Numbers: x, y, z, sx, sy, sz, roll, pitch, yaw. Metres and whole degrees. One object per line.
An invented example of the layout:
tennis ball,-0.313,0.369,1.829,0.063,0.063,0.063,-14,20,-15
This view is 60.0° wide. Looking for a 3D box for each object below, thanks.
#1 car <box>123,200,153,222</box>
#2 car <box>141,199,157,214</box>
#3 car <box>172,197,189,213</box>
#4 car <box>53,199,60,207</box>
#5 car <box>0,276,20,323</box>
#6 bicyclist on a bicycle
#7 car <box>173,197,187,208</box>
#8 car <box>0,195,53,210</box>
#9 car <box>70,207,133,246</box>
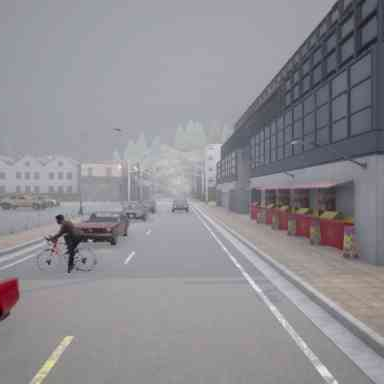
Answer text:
car,-4.466,1.564,26.072,1.994,1.385,4.181,0,0,-2
car,-4.857,1.492,35.872,2.128,1.511,4.902,0,0,-2
car,-1.323,1.547,37.722,2.033,1.411,5.357,0,0,-2
car,-19.650,1.248,44.248,3.806,1.475,1.970,0,0,-2
car,-3.669,1.601,3.210,1.895,1.301,4.718,0,0,-2
bicyclist on a bicycle,-3.507,1.453,9.268,1.656,1.620,0.582,-1,0,-2
car,-1.753,1.505,48.209,1.837,1.490,4.892,0,0,-2
car,-19.079,1.169,37.847,5.027,1.636,2.152,0,0,-2
car,-4.139,1.601,15.467,1.895,1.301,4.718,0,0,-2
